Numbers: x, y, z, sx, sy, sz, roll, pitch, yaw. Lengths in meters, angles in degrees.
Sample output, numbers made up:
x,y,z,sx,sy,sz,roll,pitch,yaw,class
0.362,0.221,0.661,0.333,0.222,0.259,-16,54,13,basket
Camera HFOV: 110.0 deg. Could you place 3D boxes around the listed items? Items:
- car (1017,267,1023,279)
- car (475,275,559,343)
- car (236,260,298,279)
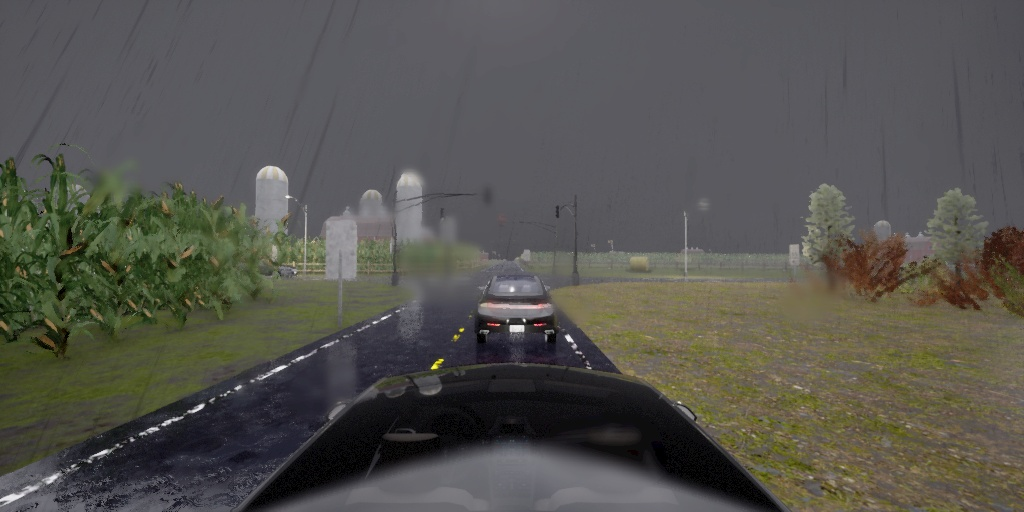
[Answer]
x,y,z,sx,sy,sz,roll,pitch,yaw,class
48.671,1.720,33.477,4.674,1.442,1.812,1,-1,-5,car
0.102,1.245,9.632,2.128,1.511,4.902,0,0,0,car
-19.937,1.059,28.790,4.902,1.511,2.128,0,-1,-4,car
